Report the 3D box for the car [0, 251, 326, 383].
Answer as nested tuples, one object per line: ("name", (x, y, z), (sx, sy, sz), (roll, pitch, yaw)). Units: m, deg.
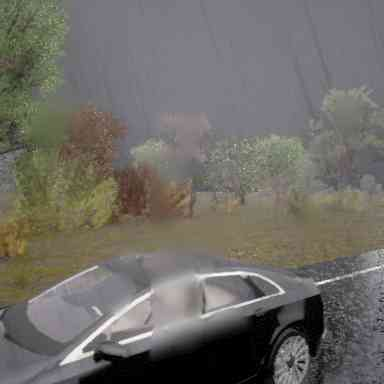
("car", (-0.542, 1.500, 3.620), (4.902, 1.511, 2.128), (0, 0, -36))
